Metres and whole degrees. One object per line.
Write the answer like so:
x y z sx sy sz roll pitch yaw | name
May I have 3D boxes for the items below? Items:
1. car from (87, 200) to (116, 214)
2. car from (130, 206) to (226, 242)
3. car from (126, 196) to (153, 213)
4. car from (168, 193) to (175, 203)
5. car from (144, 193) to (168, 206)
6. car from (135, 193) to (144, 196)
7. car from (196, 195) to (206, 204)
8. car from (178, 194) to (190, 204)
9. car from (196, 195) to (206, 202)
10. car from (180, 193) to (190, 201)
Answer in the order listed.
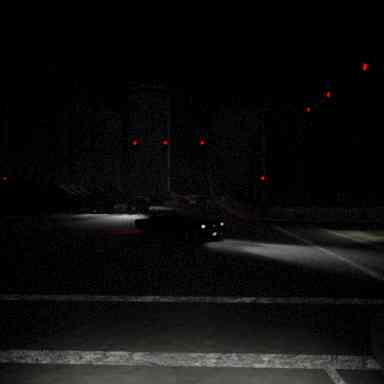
-9.584 1.547 35.781 2.033 1.411 5.357 0 0 1 | car
-0.680 1.601 16.590 4.718 1.301 1.895 0 0 40 | car
-6.046 1.491 37.249 2.128 1.511 4.902 0 0 1 | car
-5.143 1.458 69.189 2.033 1.411 5.357 0 0 1 | car
-5.652 1.217 52.756 2.150 2.045 5.566 0 1 2 | car
-8.998 1.220 58.433 2.150 2.045 5.566 0 0 2 | car
1.763 1.505 65.370 1.837 1.490 4.892 0 0 1 | car
-1.720 1.564 66.084 1.994 1.385 4.181 0 0 1 | car
1.995 1.352 74.586 2.128 1.511 4.902 0 0 1 | car
-1.505 1.182 74.644 2.097 1.767 4.553 0 0 1 | car
